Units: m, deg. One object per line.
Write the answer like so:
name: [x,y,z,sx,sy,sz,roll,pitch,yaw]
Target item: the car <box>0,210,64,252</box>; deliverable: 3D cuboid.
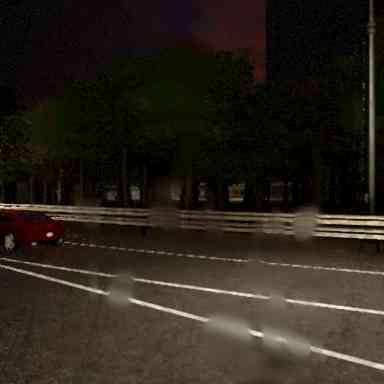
car: [-7.587,1.490,14.078,5.008,1.535,1.882,0,0,31]
